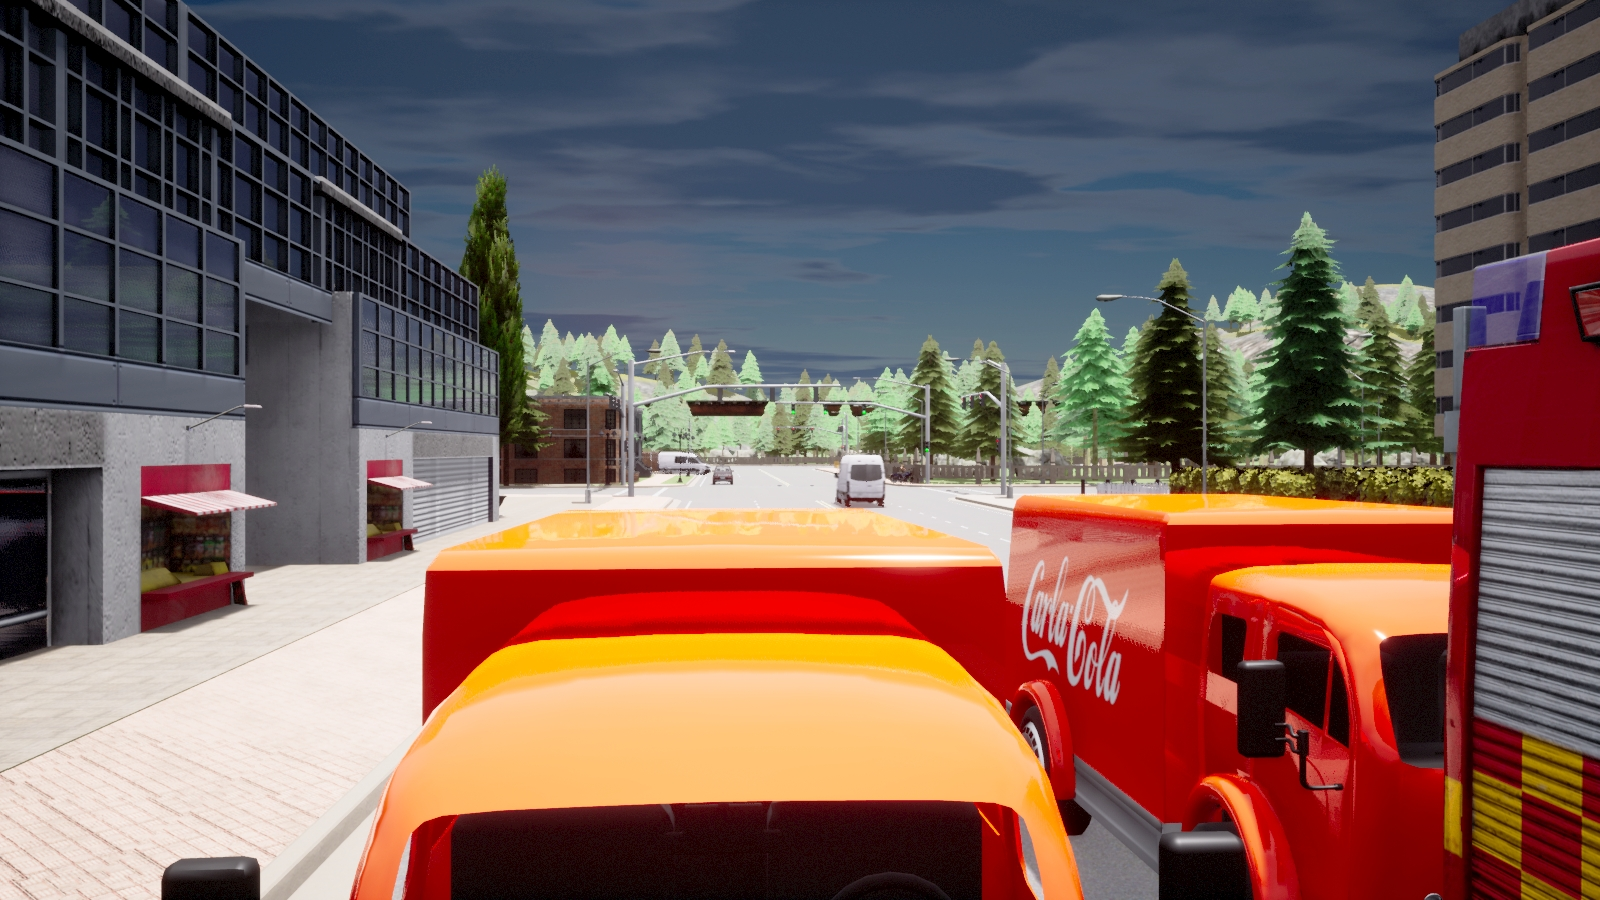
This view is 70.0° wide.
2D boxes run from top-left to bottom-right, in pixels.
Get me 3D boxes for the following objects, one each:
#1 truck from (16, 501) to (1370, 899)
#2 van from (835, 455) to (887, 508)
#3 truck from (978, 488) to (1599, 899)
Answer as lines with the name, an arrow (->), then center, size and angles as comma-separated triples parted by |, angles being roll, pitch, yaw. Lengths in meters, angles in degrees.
truck -> -0.347, 1.568, 4.821 | 2.627, 2.467, 5.204 | 0, 0, -4
van -> 3.056, 1.535, 58.710 | 1.988, 2.561, 5.915 | 0, 0, -4
truck -> 3.003, 1.568, 7.234 | 2.627, 2.467, 5.204 | 0, 0, -4
